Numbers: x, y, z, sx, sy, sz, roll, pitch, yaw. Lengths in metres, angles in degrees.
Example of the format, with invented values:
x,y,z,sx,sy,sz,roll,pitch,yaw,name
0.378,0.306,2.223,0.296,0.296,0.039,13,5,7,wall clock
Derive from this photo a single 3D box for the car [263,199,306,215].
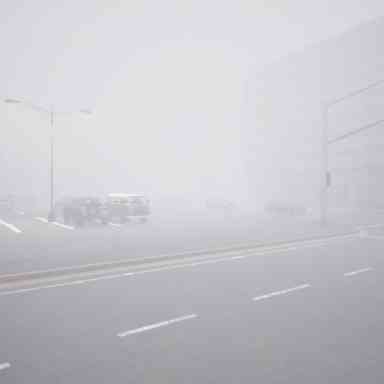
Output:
x,y,z,sx,sy,sz,roll,pitch,yaw,name
9.406,1.581,34.141,1.812,1.442,4.674,0,0,-36,car

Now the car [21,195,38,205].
x,y,z,sx,sy,sz,roll,pitch,yaw,name
-27.173,1.209,55.422,1.932,1.855,4.605,0,0,-35,car

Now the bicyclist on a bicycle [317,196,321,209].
x,y,z,sx,sy,sz,roll,pitch,yaw,name
16.620,1.356,42.913,1.656,1.620,0.582,0,0,-35,bicyclist on a bicycle

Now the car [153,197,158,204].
x,y,z,sx,sy,sz,roll,pitch,yaw,name
-4.984,1.548,60.658,2.128,1.511,4.902,0,0,-35,car

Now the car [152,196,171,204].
x,y,z,sx,sy,sz,roll,pitch,yaw,name
-6.372,1.619,68.531,1.994,1.385,4.181,0,0,-35,car

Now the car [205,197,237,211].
x,y,z,sx,sy,sz,roll,pitch,yaw,name
3.650,1.407,42.202,2.097,1.767,4.553,0,0,-35,car

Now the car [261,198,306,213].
x,y,z,sx,sy,sz,roll,pitch,yaw,name
10.574,1.533,38.848,1.882,1.535,5.008,0,0,-35,car

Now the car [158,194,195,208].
x,y,z,sx,sy,sz,roll,pitch,yaw,name
-2.445,1.277,50.781,2.150,2.045,5.566,0,0,-36,car

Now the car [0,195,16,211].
x,y,z,sx,sy,sz,roll,pitch,yaw,name
-21.703,1.451,37.968,1.970,1.475,3.806,0,0,-35,car

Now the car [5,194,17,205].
x,y,z,sx,sy,sz,roll,pitch,yaw,name
-29.569,1.212,53.797,1.905,1.878,3.866,0,0,-35,car

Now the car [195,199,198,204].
x,y,z,sx,sy,sz,roll,pitch,yaw,name
-0.972,1.603,61.035,2.033,1.411,5.357,0,0,-35,car
